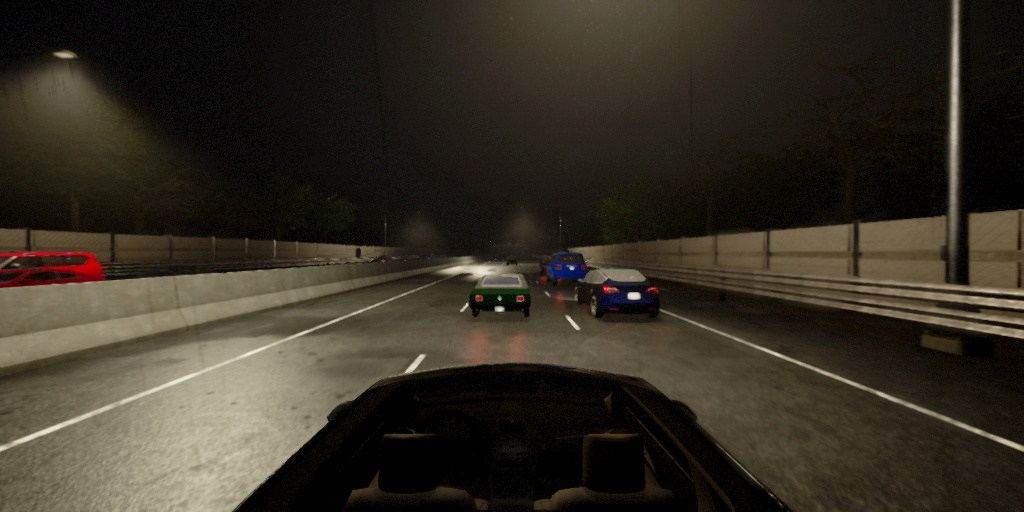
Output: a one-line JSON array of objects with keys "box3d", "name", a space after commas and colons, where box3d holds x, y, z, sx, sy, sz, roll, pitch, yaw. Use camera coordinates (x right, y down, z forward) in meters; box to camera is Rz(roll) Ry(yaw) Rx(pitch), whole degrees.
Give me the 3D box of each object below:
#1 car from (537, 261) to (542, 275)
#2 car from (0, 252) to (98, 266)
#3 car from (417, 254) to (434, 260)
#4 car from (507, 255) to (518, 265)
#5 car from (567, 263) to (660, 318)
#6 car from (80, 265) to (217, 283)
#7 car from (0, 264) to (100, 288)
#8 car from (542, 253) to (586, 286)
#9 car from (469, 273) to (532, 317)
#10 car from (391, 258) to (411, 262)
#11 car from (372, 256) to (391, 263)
[{"box3d": [3.505, 1.035, 34.604, 1.812, 1.442, 4.674, 0, 0, 0], "name": "car"}, {"box3d": [-21.094, 0.864, 15.232, 2.150, 2.045, 5.566, 0, 1, 0], "name": "car"}, {"box3d": [-13.993, 0.680, 58.185, 2.150, 2.045, 5.566, 0, 0, 0], "name": "car"}, {"box3d": [0.078, 0.838, 64.524, 1.837, 1.490, 4.892, 0, 1, 0], "name": "car"}, {"box3d": [3.502, 1.168, 12.629, 2.163, 1.488, 4.792, 0, 0, 0], "name": "car"}, {"box3d": [-14.094, 1.172, 14.866, 1.812, 1.442, 4.674, 0, 0, 0], "name": "car"}, {"box3d": [-17.596, 1.187, 12.904, 1.812, 1.442, 4.674, 0, 0, 0], "name": "car"}, {"box3d": [3.503, 0.805, 23.629, 2.150, 2.045, 5.566, 0, 0, 0], "name": "car"}, {"box3d": [-0.297, 1.264, 12.789, 1.895, 1.301, 4.718, 0, 0, 2], "name": "car"}, {"box3d": [-17.493, 0.990, 58.190, 1.895, 1.301, 4.718, 0, 0, 0], "name": "car"}, {"box3d": [-20.993, 0.773, 58.248, 2.097, 1.767, 4.553, 0, 0, 0], "name": "car"}]
